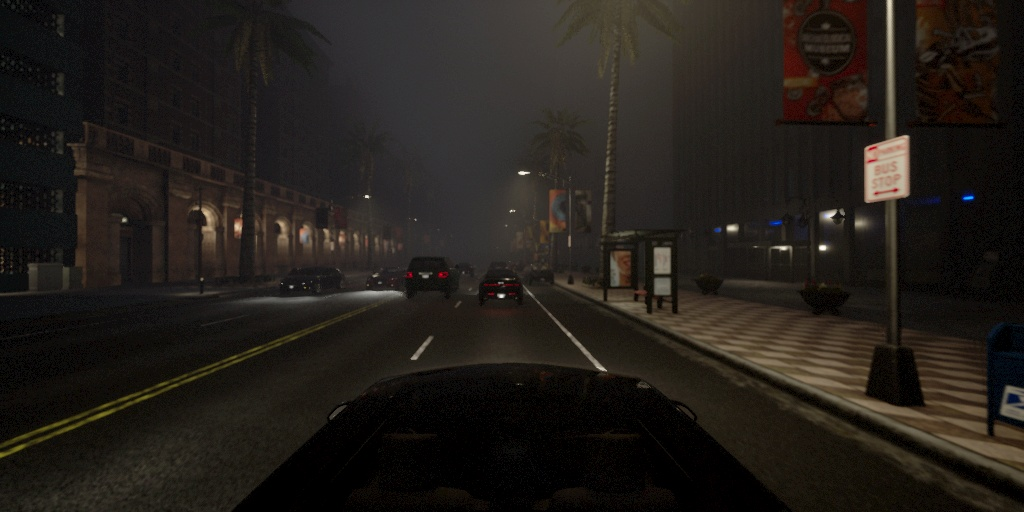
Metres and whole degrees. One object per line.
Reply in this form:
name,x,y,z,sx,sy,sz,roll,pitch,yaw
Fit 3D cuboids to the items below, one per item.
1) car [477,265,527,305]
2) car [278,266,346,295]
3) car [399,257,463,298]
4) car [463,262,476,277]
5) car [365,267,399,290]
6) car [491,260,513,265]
car,-0.522,1.325,16.579,1.837,1.490,4.892,0,0,-2
car,-11.330,1.357,20.700,1.837,1.490,4.892,0,-1,-2
car,-4.128,1.058,19.275,2.150,2.045,5.566,0,0,-2
car,-4.965,1.429,38.226,1.837,1.490,4.892,0,-1,-3
car,-7.923,1.424,23.290,1.994,1.385,4.181,0,0,-2
car,-1.309,1.258,34.768,2.097,1.767,4.553,0,0,-3
